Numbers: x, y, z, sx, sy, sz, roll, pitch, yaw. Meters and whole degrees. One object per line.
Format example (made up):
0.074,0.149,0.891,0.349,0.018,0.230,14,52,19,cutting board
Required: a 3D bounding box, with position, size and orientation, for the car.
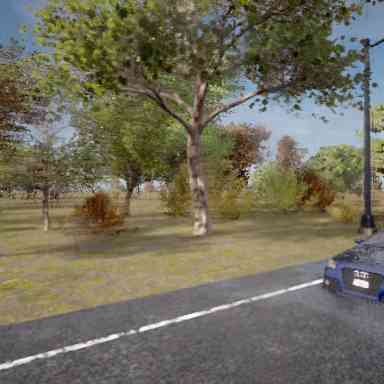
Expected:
4.822,1.552,7.482,4.181,1.385,1.994,0,0,-36,car
